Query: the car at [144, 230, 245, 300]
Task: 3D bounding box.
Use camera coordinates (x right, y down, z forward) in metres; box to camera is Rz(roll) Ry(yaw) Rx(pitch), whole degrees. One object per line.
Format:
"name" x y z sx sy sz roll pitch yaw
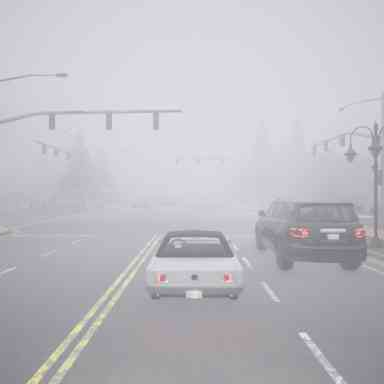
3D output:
"car" 0.068 1.601 8.352 1.895 1.301 4.718 0 0 0

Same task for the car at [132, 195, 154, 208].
"car" -7.108 1.547 47.156 2.033 1.411 5.357 0 0 2

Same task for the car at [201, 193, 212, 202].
"car" 3.551 1.215 79.173 2.150 2.045 5.566 0 0 0

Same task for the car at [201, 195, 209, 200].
"car" 3.558 1.406 89.825 1.994 1.385 4.181 0 0 0

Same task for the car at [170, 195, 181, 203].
"car" -3.455 1.524 70.751 2.128 1.511 4.902 0 0 0

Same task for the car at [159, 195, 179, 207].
"car" -3.553 1.563 51.837 1.994 1.385 4.181 0 0 0

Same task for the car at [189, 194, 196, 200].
"car" 0.058 1.378 89.827 1.812 1.442 4.674 0 0 0

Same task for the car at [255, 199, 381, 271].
"car" 3.586 1.221 11.076 2.150 2.045 5.566 0 0 0

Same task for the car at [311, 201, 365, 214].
"car" 14.955 1.600 34.287 4.718 1.301 1.895 0 0 0

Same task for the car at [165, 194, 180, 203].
"car" -3.542 1.504 60.554 1.837 1.490 4.892 0 0 -1

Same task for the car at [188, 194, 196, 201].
"car" 0.051 1.513 79.519 1.812 1.442 4.674 0 0 0

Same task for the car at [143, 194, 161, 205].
"car" -7.046 1.547 57.227 2.033 1.411 5.357 0 0 0
